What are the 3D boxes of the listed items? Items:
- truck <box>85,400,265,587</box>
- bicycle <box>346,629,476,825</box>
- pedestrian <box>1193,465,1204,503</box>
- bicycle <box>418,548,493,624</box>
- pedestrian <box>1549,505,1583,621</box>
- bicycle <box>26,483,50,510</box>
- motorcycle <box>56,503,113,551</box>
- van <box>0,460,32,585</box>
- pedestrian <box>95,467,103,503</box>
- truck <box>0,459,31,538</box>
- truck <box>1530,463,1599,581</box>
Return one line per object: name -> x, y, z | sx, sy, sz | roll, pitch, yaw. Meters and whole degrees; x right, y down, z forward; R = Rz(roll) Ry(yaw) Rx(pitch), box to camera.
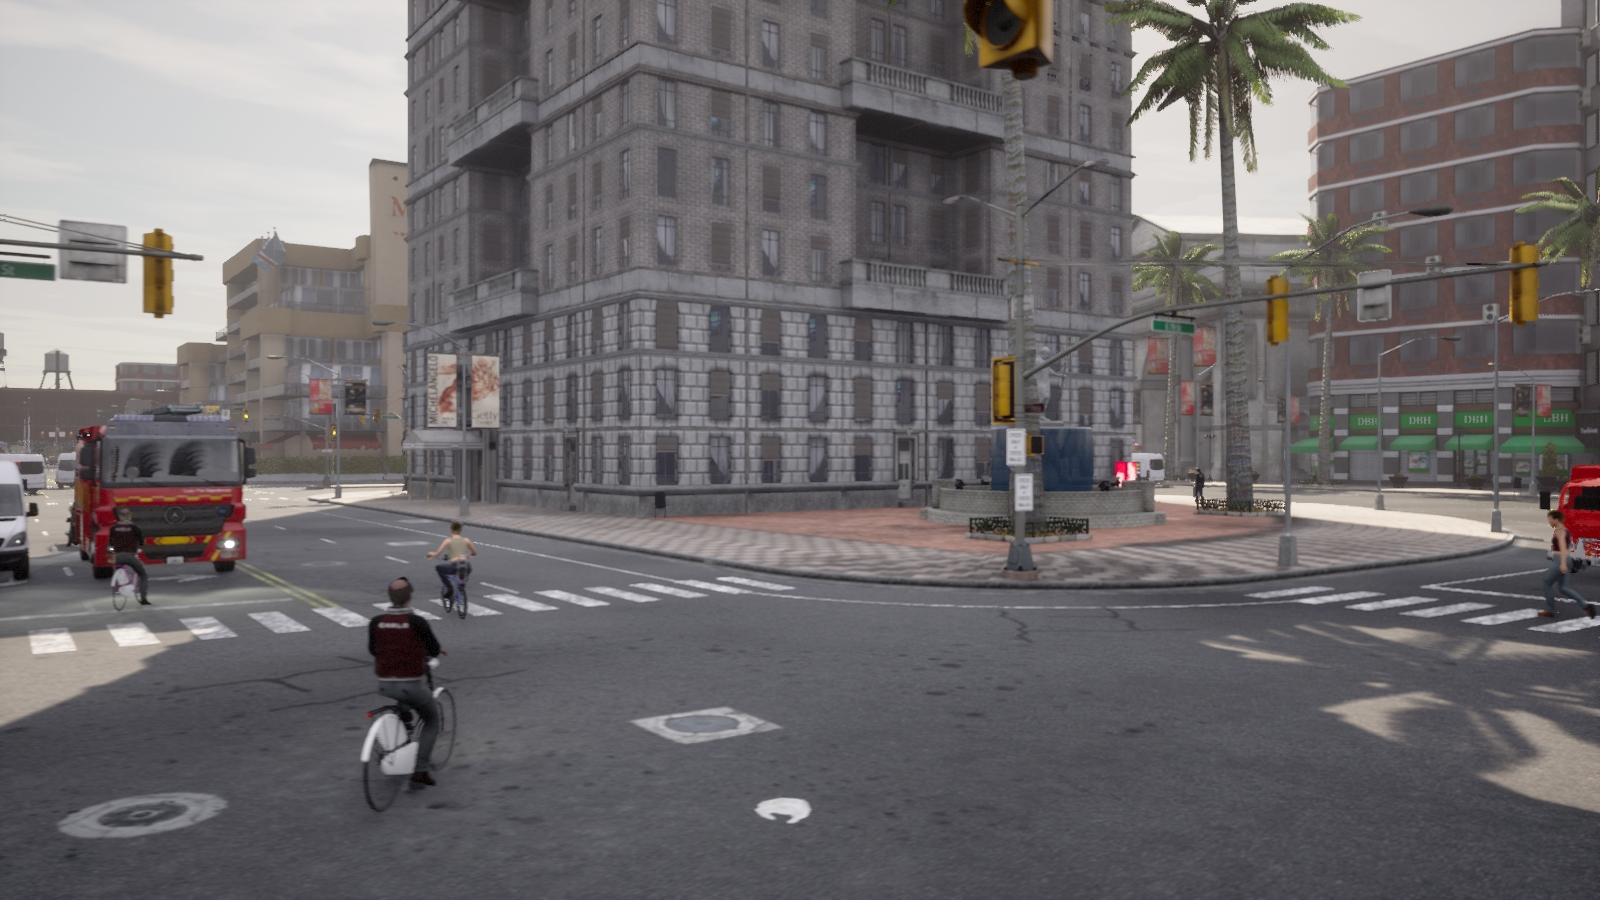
truck -> -15.357, 0.890, 27.685 | 2.891, 3.827, 8.468 | 0, 0, -35
bicycle -> -3.164, 2.211, 9.439 | 0.329, 1.171, 1.835 | 0, 0, 4
pedestrian -> 19.702, 1.696, 56.461 | 0.375, 1.860, 0.375 | 0, 0, -7
bicycle -> -5.799, 2.257, 19.181 | 0.859, 1.080, 1.487 | 0, -1, -31
pedestrian -> 12.594, 1.849, 18.777 | 0.375, 1.860, 0.375 | 0, 0, -41
bicycle -> -36.441, 2.210, 54.662 | 0.329, 1.171, 1.835 | 0, 0, -13
motorcycle -> -20.749, 2.205, 33.104 | 2.209, 1.251, 0.867 | 0, 0, 43
van -> -18.719, 1.534, 25.954 | 1.988, 2.561, 5.915 | 0, 0, -35
pedestrian -> -36.680, 1.848, 59.776 | 0.375, 1.860, 0.375 | 0, 0, -33
truck -> -27.459, 1.570, 38.331 | 2.627, 2.467, 5.204 | 0, 0, -35
truck -> 19.097, 1.568, 26.156 | 5.204, 2.467, 2.627 | 0, 0, -41
